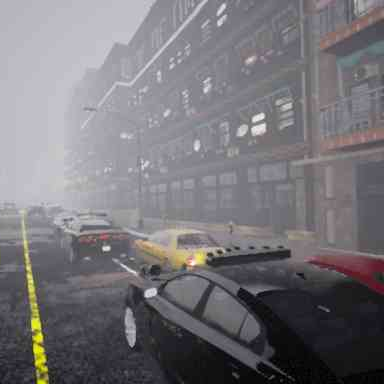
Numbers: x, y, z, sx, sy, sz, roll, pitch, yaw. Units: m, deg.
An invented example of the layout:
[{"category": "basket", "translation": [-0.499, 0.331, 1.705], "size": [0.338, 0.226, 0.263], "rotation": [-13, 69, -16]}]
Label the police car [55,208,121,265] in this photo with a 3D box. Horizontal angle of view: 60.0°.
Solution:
[{"category": "police car", "translation": [-3.914, 1.633, 12.884], "size": [1.930, 1.638, 5.238], "rotation": [0, -1, -27]}]

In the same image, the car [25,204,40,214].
[{"category": "car", "translation": [-23.728, 2.507, 49.313], "size": [1.895, 1.301, 4.718], "rotation": [0, -1, -27]}]

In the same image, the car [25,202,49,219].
[{"category": "car", "translation": [-17.757, 2.181, 37.834], "size": [1.837, 1.490, 4.892], "rotation": [0, -1, -27]}]

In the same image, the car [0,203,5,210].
[{"category": "car", "translation": [-37.962, 2.851, 65.260], "size": [1.947, 1.339, 4.313], "rotation": [2, -2, -27]}]

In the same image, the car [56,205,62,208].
[{"category": "car", "translation": [-10.577, 2.050, 29.559], "size": [2.008, 1.369, 4.403], "rotation": [2, -2, -27]}]

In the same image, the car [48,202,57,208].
[{"category": "car", "translation": [-18.212, 2.327, 44.287], "size": [1.887, 1.381, 4.507], "rotation": [1, -2, -27]}]

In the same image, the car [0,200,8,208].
[{"category": "car", "translation": [-45.593, 2.924, 79.992], "size": [2.192, 1.841, 5.009], "rotation": [2, -2, -27]}]

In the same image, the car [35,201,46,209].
[{"category": "car", "translation": [-33.513, 2.833, 73.732], "size": [1.967, 1.590, 4.097], "rotation": [1, -2, -27]}]

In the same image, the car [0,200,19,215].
[{"category": "car", "translation": [-25.177, 2.218, 46.134], "size": [2.097, 1.767, 4.553], "rotation": [0, -1, -27]}]

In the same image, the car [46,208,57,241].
[{"category": "car", "translation": [-6.625, 1.828, 18.113], "size": [1.812, 1.442, 4.674], "rotation": [0, -1, -27]}]

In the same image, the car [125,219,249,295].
[{"category": "car", "translation": [-0.475, 1.669, 10.073], "size": [1.752, 1.417, 4.829], "rotation": [2, -2, -27]}]

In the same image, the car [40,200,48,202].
[{"category": "car", "translation": [-23.294, 2.420, 54.112], "size": [1.967, 1.590, 4.097], "rotation": [1, -2, -27]}]

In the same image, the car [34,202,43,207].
[{"category": "car", "translation": [-38.605, 3.192, 83.547], "size": [1.802, 1.307, 4.206], "rotation": [1, -2, -27]}]

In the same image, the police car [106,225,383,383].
[{"category": "police car", "translation": [0.589, 1.476, 3.953], "size": [1.930, 1.638, 5.238], "rotation": [0, -1, -27]}]

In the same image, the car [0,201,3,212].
[{"category": "car", "translation": [-32.868, 2.395, 55.448], "size": [2.192, 1.841, 5.009], "rotation": [2, -2, -27]}]

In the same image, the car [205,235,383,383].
[{"category": "car", "translation": [2.149, 1.600, 5.011], "size": [1.887, 1.381, 4.507], "rotation": [2, -2, -27]}]

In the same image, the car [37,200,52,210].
[{"category": "car", "translation": [-28.420, 2.498, 63.915], "size": [2.192, 1.841, 5.009], "rotation": [1, -2, -27]}]
